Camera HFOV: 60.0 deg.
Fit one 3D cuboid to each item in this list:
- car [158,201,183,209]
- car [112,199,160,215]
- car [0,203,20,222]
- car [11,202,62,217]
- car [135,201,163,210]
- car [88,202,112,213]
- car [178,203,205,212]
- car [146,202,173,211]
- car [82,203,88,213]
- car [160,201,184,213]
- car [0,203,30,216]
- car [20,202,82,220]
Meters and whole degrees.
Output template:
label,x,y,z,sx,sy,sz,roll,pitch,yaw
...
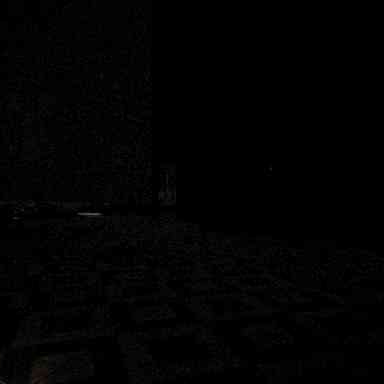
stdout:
label,x,y,z,sx,sy,sz,roll,pitch,yaw
car,-3.710,2.305,58.716,2.008,1.369,4.403,-1,-2,35
car,-6.605,1.791,39.983,2.192,1.841,5.009,-1,-2,35
car,-16.434,1.774,26.193,1.947,1.339,4.313,-1,-2,35
car,-16.679,1.852,35.927,1.812,1.442,4.674,0,-1,36
car,-6.987,2.209,54.122,2.008,1.369,4.403,-1,-2,35
car,-10.893,2.011,44.023,1.812,1.442,4.674,0,-1,35
car,-0.046,2.245,49.171,1.802,1.307,4.206,-1,-2,36
car,-5.034,2.217,52.175,1.994,1.385,4.181,0,-1,37
car,-13.540,2.016,44.933,1.887,1.381,4.507,-1,-2,35
car,-3.327,2.113,44.572,1.887,1.381,4.507,-1,-2,35
car,-20.093,1.841,35.743,2.008,1.369,4.403,-1,-1,35
car,-13.059,1.824,30.926,1.752,1.417,4.829,-1,-2,35
